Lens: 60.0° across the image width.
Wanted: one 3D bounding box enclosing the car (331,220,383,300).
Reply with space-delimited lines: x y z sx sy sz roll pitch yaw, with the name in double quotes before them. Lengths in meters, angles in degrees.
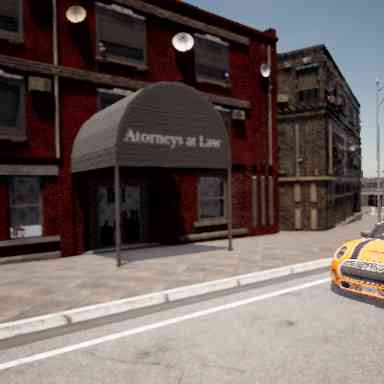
"car" 5.299 1.348 7.849 4.553 1.767 2.097 0 0 -36
